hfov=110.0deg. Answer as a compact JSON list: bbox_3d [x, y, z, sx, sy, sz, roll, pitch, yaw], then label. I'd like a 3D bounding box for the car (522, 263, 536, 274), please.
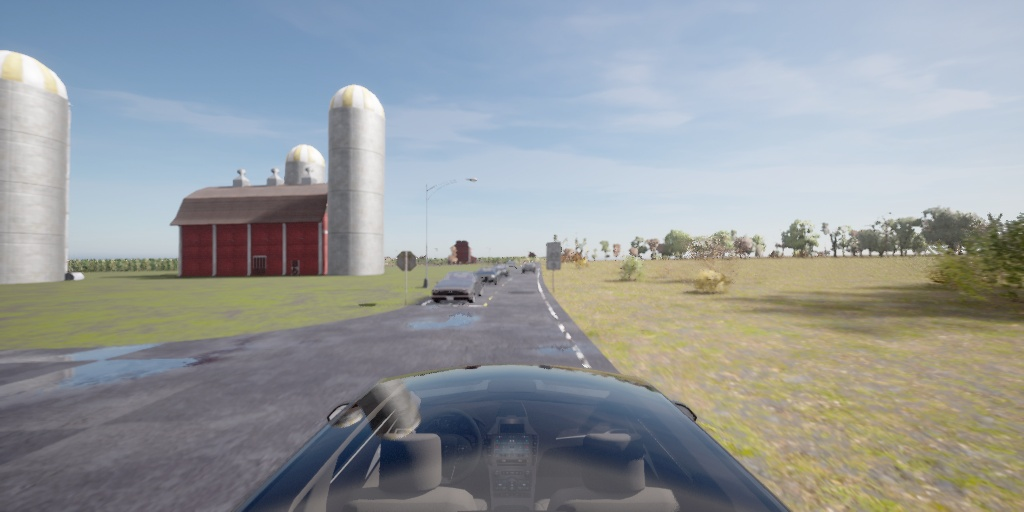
[{"bbox_3d":[2.384,1.697,51.214,2.128,1.511,4.902,0,-1,4],"label":"car"}]

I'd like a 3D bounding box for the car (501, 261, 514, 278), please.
[{"bbox_3d":[-1.273,1.602,40.529,2.128,1.511,4.902,0,-1,5],"label":"car"}]

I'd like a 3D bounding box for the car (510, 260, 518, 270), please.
[{"bbox_3d":[-0.032,1.396,55.590,2.033,1.411,5.357,0,-1,4],"label":"car"}]

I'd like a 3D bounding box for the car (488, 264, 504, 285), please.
[{"bbox_3d":[-2.044,1.570,28.990,1.994,1.385,4.181,0,0,3],"label":"car"}]

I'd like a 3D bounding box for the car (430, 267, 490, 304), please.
[{"bbox_3d":[-2.528,1.450,17.799,2.033,1.411,5.357,0,-1,2],"label":"car"}]
